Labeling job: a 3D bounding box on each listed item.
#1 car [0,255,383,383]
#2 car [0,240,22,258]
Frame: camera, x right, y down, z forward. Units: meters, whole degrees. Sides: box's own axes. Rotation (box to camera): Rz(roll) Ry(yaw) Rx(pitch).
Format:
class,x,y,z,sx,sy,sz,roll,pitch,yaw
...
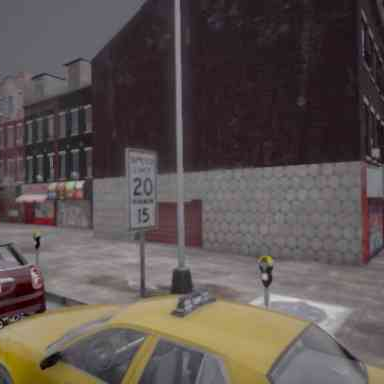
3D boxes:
class,x,y,z,sx,sy,sz,roll,pitch,yaw
car,-0.194,1.542,2.960,4.829,1.417,1.752,-1,-1,36
car,-4.536,1.510,6.058,4.097,1.590,1.967,-1,-1,36
